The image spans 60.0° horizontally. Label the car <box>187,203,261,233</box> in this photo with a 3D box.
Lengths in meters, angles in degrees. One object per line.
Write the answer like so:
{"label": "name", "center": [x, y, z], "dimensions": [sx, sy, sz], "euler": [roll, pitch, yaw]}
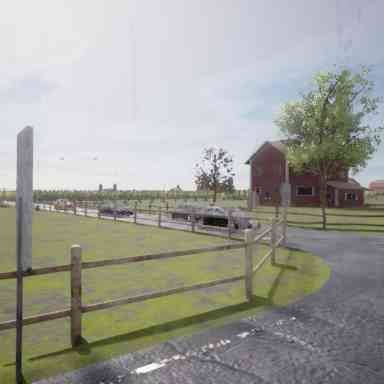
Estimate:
{"label": "car", "center": [2.094, 1.610, 20.448], "dimensions": [2.128, 1.511, 4.902], "euler": [1, -1, -35]}

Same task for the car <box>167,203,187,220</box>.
{"label": "car", "center": [-0.308, 1.734, 28.564], "dimensions": [1.837, 1.490, 4.892], "euler": [1, -1, -35]}

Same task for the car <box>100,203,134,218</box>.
{"label": "car", "center": [-7.746, 1.823, 34.014], "dimensions": [2.033, 1.411, 5.357], "euler": [1, -1, -36]}

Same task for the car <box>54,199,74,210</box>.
{"label": "car", "center": [-19.095, 1.813, 49.763], "dimensions": [2.097, 1.767, 4.553], "euler": [1, -1, -36]}
